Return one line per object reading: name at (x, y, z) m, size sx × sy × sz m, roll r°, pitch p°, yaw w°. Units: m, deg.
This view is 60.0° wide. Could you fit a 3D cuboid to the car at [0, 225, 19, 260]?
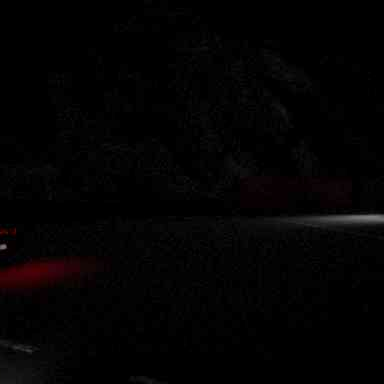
car at (-7.182, 1.231, 8.762) m, size 5.008 × 1.535 × 1.882 m, roll 0°, pitch 0°, yaw 9°
